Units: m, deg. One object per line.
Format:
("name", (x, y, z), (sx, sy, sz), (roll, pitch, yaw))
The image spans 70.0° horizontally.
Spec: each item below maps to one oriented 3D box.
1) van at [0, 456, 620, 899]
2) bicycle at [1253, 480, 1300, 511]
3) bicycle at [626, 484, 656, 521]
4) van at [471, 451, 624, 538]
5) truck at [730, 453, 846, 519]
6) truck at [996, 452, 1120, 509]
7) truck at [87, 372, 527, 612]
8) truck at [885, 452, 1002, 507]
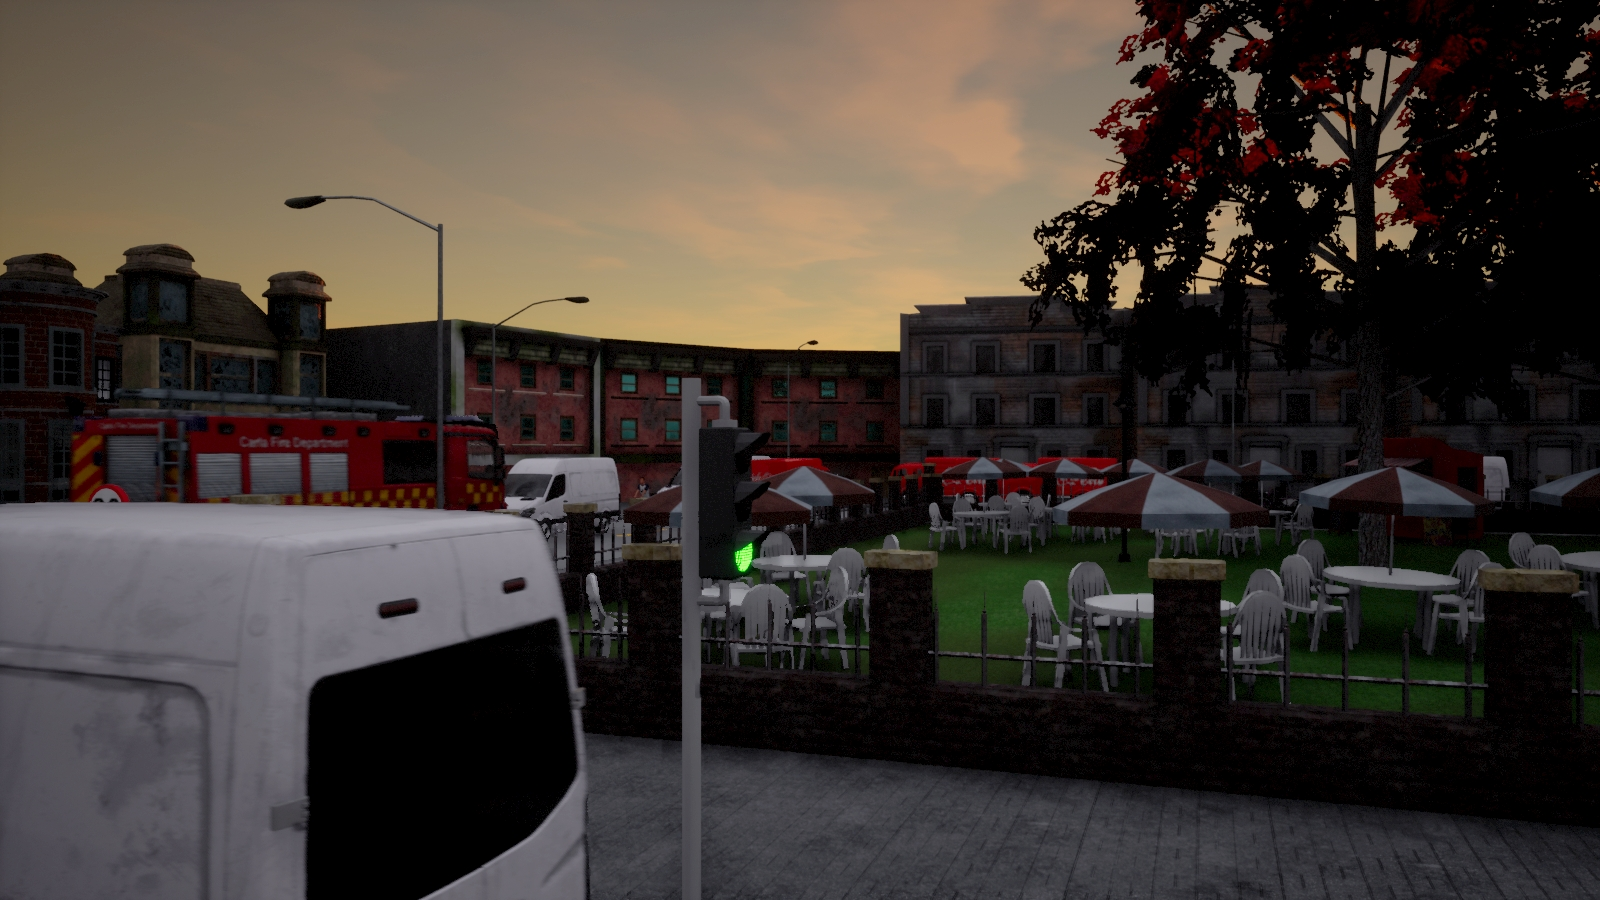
("van", (-3.929, 1.315, 5.177), (5.915, 2.561, 1.988), (0, 0, 20))
("bicycle", (20.335, 1.940, 48.821), (1.835, 1.271, 0.329), (0, 0, 19))
("bicycle", (-5.909, 1.936, 42.450), (0.373, 1.296, 1.643), (0, 0, 20))
("van", (-7.990, 1.314, 36.858), (1.988, 2.561, 5.915), (0, 0, 19))
("truck", (-0.375, 1.348, 45.178), (2.627, 2.467, 5.204), (-1, 0, 25))
("truck", (11.735, 1.348, 51.842), (5.204, 2.467, 2.627), (0, 0, 19))
("truck", (-9.146, 0.670, 22.726), (2.891, 3.827, 8.468), (0, 0, 22))
("truck", (6.742, 1.349, 53.338), (5.204, 2.467, 2.627), (0, 0, 12))
